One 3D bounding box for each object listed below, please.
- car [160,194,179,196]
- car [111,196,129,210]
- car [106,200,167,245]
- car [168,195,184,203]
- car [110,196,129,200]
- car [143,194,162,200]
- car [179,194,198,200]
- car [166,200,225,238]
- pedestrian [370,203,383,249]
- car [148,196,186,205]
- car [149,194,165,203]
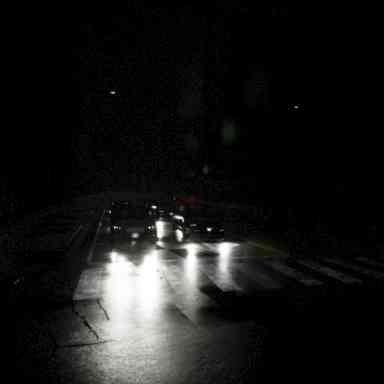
[{"bbox_3d":[-3.659,1.199,46.925,2.033,1.411,5.357,1,0,-13],"label":"car"},{"bbox_3d":[-8.181,1.178,37.432,1.812,1.442,4.674,1,1,-14],"label":"car"},{"bbox_3d":[-2.679,1.326,14.709,2.128,1.511,4.902,1,0,-14],"label":"car"},{"bbox_3d":[-2.867,1.200,57.203,1.895,1.301,4.718,1,0,-14],"label":"car"},{"bbox_3d":[-5.123,1.303,24.778,2.033,1.411,5.357,1,0,-14],"label":"car"},{"bbox_3d":[-4.517,1.250,36.072,2.033,1.411,5.357,1,0,-14],"label":"car"},{"bbox_3d":[-0.495,1.036,47.609,2.097,1.767,4.553,1,0,-13],"label":"car"},{"bbox_3d":[0.166,1.363,16.746,1.837,1.490,4.892,1,0,-14],"label":"car"},{"bbox_3d":[7.245,1.252,12.777,0.375,1.860,0.375,1,0,-14],"label":"pedestrian"},{"bbox_3d":[-2.064,1.290,25.950,1.837,1.490,4.892,1,0,-14],"label":"car"},{"bbox_3d":[-6.016,1.058,56.407,2.128,1.511,4.902,1,0,-14],"label":"car"}]
